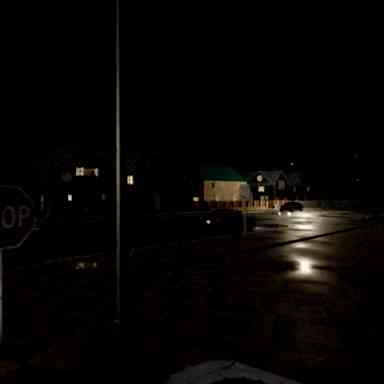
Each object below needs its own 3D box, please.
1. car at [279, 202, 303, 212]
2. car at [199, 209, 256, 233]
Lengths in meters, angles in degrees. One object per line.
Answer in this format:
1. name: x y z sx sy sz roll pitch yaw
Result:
1. car: 14.598 2.172 48.664 1.837 1.490 4.892 -1 -1 43
2. car: 2.346 1.774 21.287 1.994 1.385 4.181 -1 -1 43
